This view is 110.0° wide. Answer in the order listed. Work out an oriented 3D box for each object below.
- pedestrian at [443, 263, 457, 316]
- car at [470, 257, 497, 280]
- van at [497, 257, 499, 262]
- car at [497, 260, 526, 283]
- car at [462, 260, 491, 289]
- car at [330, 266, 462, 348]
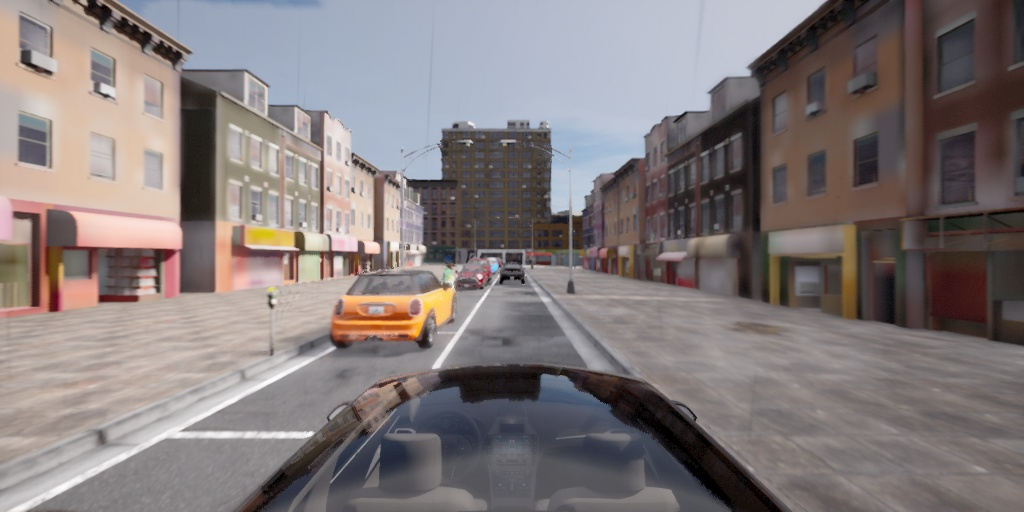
[{"bbox_3d":[-2.172,1.063,12.208,0.375,1.860,0.375,0,0,0],"label":"pedestrian"},{"bbox_3d":[-2.632,1.110,28.412,2.192,1.841,5.009,0,0,0],"label":"car"},{"bbox_3d":[-2.630,1.149,39.300,1.690,1.789,3.998,0,0,0],"label":"van"},{"bbox_3d":[0.036,1.305,28.034,1.837,1.490,4.892,0,0,1],"label":"car"},{"bbox_3d":[-2.633,1.227,22.967,1.967,1.591,4.097,0,0,0],"label":"car"},{"bbox_3d":[-2.749,1.115,9.399,2.097,1.767,4.553,0,0,0],"label":"car"}]
